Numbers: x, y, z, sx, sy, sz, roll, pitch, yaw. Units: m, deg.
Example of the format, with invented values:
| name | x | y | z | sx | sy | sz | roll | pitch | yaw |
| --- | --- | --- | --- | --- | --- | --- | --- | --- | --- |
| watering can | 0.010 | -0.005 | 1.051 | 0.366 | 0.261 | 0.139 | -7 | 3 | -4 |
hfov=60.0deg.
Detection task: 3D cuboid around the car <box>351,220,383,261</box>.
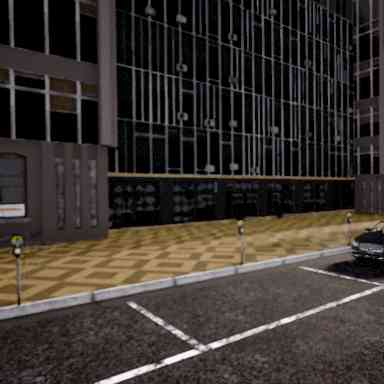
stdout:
| name | x | y | z | sx | sy | sz | roll | pitch | yaw |
| --- | --- | --- | --- | --- | --- | --- | --- | --- | --- |
| car | 7.077 | 1.545 | 11.156 | 4.403 | 1.369 | 2.008 | 0 | -1 | -35 |
